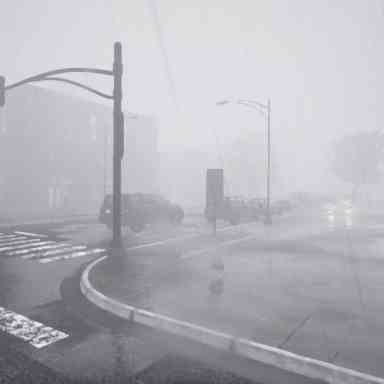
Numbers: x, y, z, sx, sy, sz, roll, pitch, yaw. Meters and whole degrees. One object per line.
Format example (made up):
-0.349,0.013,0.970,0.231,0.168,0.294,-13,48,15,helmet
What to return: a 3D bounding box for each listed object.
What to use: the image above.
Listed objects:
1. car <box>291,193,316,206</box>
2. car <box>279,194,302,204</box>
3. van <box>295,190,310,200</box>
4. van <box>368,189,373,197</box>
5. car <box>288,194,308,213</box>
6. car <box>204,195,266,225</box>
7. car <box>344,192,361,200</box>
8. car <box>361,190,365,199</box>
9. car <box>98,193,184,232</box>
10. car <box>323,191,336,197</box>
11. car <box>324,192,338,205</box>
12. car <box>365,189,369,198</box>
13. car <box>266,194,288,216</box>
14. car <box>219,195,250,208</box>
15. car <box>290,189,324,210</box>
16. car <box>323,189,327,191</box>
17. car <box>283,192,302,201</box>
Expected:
15.032,0.926,44.615,1.882,1.535,5.008,1,1,35,car
14.810,0.973,49.661,1.895,1.301,4.718,1,1,35,car
21.056,0.507,63.387,1.690,1.788,3.998,1,2,35,van
40.573,0.302,76.859,1.690,1.788,3.998,1,2,35,van
9.024,1.197,31.289,2.008,1.369,4.403,1,2,35,car
2.717,1.095,22.169,2.192,1.841,5.009,1,1,35,car
27.952,0.789,58.633,2.008,1.369,4.403,1,2,35,car
31.106,0.752,63.191,1.802,1.307,4.206,1,2,35,car
-2.723,1.046,19.055,2.150,2.045,5.566,1,1,35,car
33.672,0.439,81.621,2.008,1.369,4.403,1,2,35,car
18.488,1.010,44.962,1.947,1.339,4.313,1,2,35,car
34.358,0.624,67.887,1.752,1.417,4.829,1,2,35,car
5.870,1.153,26.729,1.967,1.590,4.097,1,1,35,car
5.281,1.072,40.605,1.947,1.339,4.313,1,2,35,car
12.182,0.894,35.842,2.192,1.841,5.009,1,2,35,car
27.365,0.468,72.504,1.967,1.590,4.097,1,2,35,car
17.803,0.762,58.694,1.752,1.417,4.829,1,2,35,car
